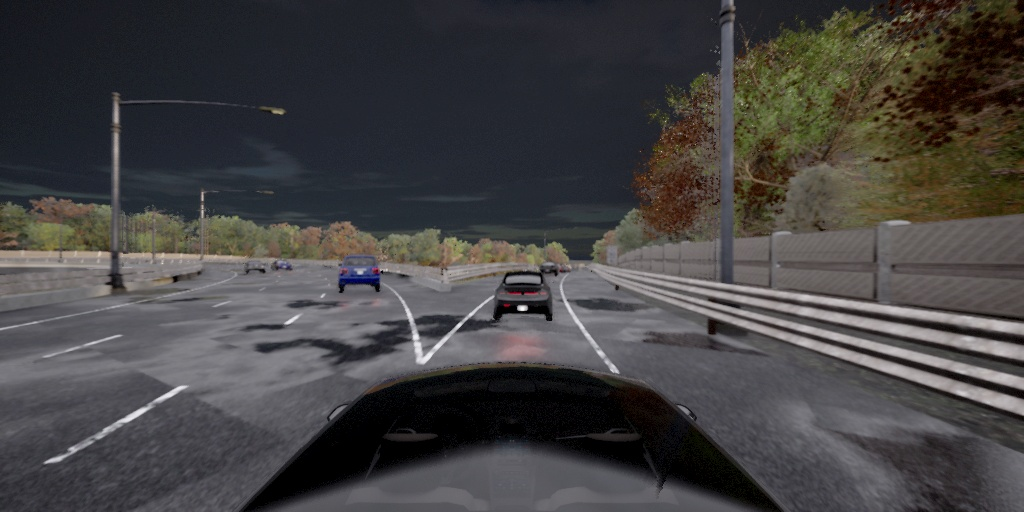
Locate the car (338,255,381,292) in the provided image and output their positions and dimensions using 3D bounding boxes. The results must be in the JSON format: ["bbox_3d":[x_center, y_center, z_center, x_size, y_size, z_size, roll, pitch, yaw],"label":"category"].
[{"bbox_3d":[-9.201,0.976,21.644,2.150,2.045,5.566,0,0,-24],"label":"car"}]

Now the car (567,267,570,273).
[{"bbox_3d":[8.145,2.092,60.373,2.033,1.411,5.357,0,-3,12],"label":"car"}]

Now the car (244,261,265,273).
[{"bbox_3d":[-30.625,1.262,42.660,2.033,1.411,5.357,0,0,-40],"label":"car"}]

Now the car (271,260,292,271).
[{"bbox_3d":[-31.296,1.249,48.669,1.812,1.442,4.674,0,0,-42],"label":"car"}]

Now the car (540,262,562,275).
[{"bbox_3d":[4.016,1.332,38.593,1.882,1.535,5.008,0,-1,11],"label":"car"}]

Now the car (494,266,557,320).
[{"bbox_3d":[0.451,1.277,12.802,1.837,1.490,4.892,0,0,4],"label":"car"}]

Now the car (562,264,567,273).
[{"bbox_3d":[6.268,1.686,50.567,1.994,1.385,4.181,0,-2,11],"label":"car"}]
